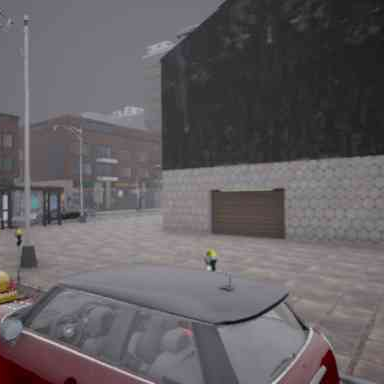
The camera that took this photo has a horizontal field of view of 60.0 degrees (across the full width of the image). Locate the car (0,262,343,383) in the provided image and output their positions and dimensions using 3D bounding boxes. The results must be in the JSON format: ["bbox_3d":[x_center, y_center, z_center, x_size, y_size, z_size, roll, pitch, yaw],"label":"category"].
[{"bbox_3d":[-0.761,1.465,3.360,4.097,1.590,1.967,-1,-1,35],"label":"car"}]

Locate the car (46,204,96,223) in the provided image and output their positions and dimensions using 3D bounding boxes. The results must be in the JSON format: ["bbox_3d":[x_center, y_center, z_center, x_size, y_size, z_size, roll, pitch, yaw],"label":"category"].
[{"bbox_3d":[-10.194,1.690,27.330,2.128,1.511,4.902,-1,-1,35],"label":"car"}]
